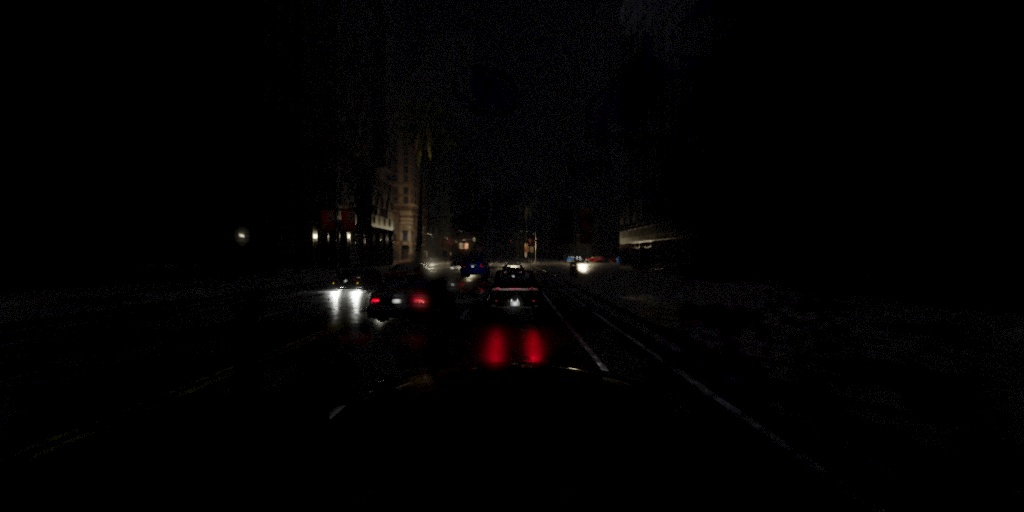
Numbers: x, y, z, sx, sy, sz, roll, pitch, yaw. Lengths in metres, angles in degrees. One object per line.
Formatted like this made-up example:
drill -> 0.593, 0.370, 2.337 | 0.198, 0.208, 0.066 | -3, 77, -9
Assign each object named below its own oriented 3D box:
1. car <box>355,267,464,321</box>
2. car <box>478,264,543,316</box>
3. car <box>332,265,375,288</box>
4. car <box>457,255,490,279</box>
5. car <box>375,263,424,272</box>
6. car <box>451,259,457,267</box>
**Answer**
car -> -3.149, 1.281, 12.318 | 2.033, 1.411, 5.357 | 0, 0, 0
car -> 0.093, 1.224, 13.311 | 2.128, 1.511, 4.902 | 0, 0, 0
car -> -9.846, 1.281, 23.183 | 1.994, 1.385, 4.181 | 0, 0, 0
car -> -3.147, 0.927, 31.450 | 2.150, 2.045, 5.566 | 0, 0, 0
car -> -6.598, 1.195, 22.652 | 1.882, 1.535, 5.008 | 0, 0, 0
car -> -9.755, 1.213, 64.439 | 2.033, 1.411, 5.357 | 0, 0, 0
